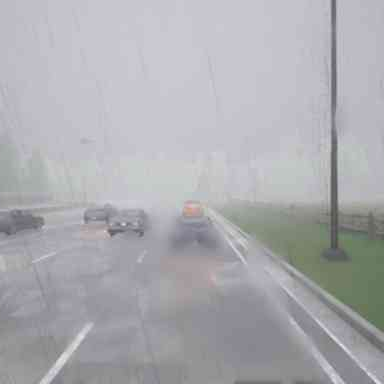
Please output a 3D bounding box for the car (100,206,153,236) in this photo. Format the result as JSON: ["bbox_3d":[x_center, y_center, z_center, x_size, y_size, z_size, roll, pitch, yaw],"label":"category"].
[{"bbox_3d":[-3.399,1.658,19.007,2.033,1.411,5.357,0,0,0],"label":"car"}]

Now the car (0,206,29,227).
[{"bbox_3d":[-13.899,1.741,24.045,1.895,1.301,4.718,0,0,0],"label":"car"}]

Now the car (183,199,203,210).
[{"bbox_3d":[0.101,1.551,34.583,2.097,1.767,4.553,0,0,0],"label":"car"}]

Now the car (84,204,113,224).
[{"bbox_3d":[-6.898,1.643,25.883,2.128,1.511,4.902,0,0,0],"label":"car"}]

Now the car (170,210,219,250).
[{"bbox_3d":[0.102,1.687,14.784,1.895,1.301,4.718,0,0,0],"label":"car"}]

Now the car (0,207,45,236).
[{"bbox_3d":[-10.399,1.659,19.018,2.033,1.411,5.357,0,0,0],"label":"car"}]
